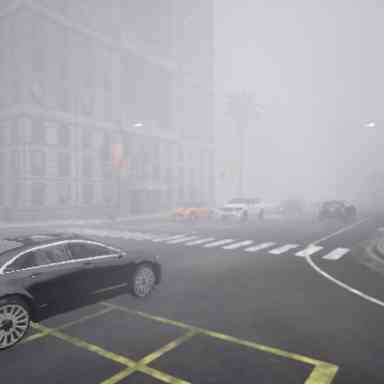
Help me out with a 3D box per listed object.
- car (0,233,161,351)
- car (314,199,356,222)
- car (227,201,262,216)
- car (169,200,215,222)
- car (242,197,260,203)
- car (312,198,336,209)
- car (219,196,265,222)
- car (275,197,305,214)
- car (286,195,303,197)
[{"bbox_3d":[-2.623,1.569,6.518,2.128,1.511,4.902,-1,-1,35],"label":"car"},{"bbox_3d":[11.903,1.432,27.122,2.097,1.767,4.553,-1,-1,35],"label":"car"},{"bbox_3d":[5.938,1.727,37.007,1.837,1.490,4.892,-1,-1,36],"label":"car"},{"bbox_3d":[0.048,1.571,28.697,2.097,1.767,4.553,-1,-1,35],"label":"car"},{"bbox_3d":[15.046,2.044,84.846,4.181,1.385,1.994,-1,-1,33],"label":"car"},{"bbox_3d":[20.173,1.720,50.698,2.033,1.411,5.357,-1,-1,36],"label":"car"},{"bbox_3d":[4.455,1.395,28.875,2.150,2.045,5.566,-1,-1,35],"label":"car"},{"bbox_3d":[11.190,1.666,38.317,2.128,1.511,4.902,-1,-1,36],"label":"car"},{"bbox_3d":[15.122,1.441,49.725,2.150,2.045,5.566,-1,-1,36],"label":"car"}]
